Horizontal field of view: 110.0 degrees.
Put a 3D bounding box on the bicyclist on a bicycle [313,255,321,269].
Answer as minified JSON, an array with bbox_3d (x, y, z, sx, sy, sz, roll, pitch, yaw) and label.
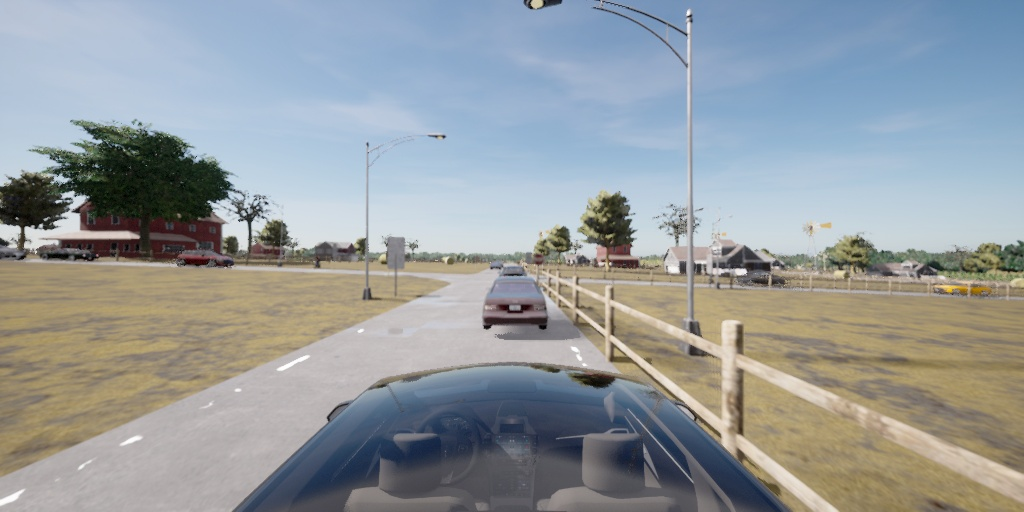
[{"bbox_3d":[-22.636,0.681,41.646,0.582,1.620,1.656,2,-1,0],"label":"bicyclist on a bicycle"}]

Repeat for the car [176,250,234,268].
[{"bbox_3d":[-30.373,0.239,35.654,4.553,1.767,2.097,2,0,0],"label":"car"}]

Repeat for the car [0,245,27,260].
[{"bbox_3d":[-51.566,-0.368,35.715,4.902,1.511,2.128,2,0,0],"label":"car"}]

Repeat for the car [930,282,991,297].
[{"bbox_3d":[48.234,3.493,38.620,5.008,1.535,1.882,3,0,0],"label":"car"}]

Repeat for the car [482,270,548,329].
[{"bbox_3d":[0.085,1.355,11.466,2.033,1.411,5.357,0,0,0],"label":"car"}]

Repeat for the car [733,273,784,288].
[{"bbox_3d":[26.556,2.612,38.678,4.892,1.490,1.837,2,0,0],"label":"car"}]

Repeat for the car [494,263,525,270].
[{"bbox_3d":[0.108,1.396,23.172,1.837,1.490,4.892,0,0,2],"label":"car"}]

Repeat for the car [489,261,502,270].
[{"bbox_3d":[-2.834,1.735,61.389,2.033,1.411,5.357,0,0,0],"label":"car"}]

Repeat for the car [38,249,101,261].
[{"bbox_3d":[-47.536,-0.101,38.525,4.718,1.301,1.895,2,0,0],"label":"car"}]
